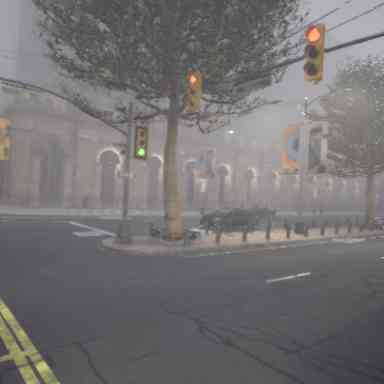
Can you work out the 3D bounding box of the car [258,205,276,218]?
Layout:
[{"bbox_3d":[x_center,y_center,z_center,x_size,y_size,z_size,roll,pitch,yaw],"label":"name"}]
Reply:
[{"bbox_3d":[6.322,1.951,33.559,4.718,1.301,1.895,3,0,-39],"label":"car"}]

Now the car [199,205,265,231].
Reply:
[{"bbox_3d":[2.497,1.705,21.861,4.181,1.385,1.994,3,0,-39],"label":"car"}]
